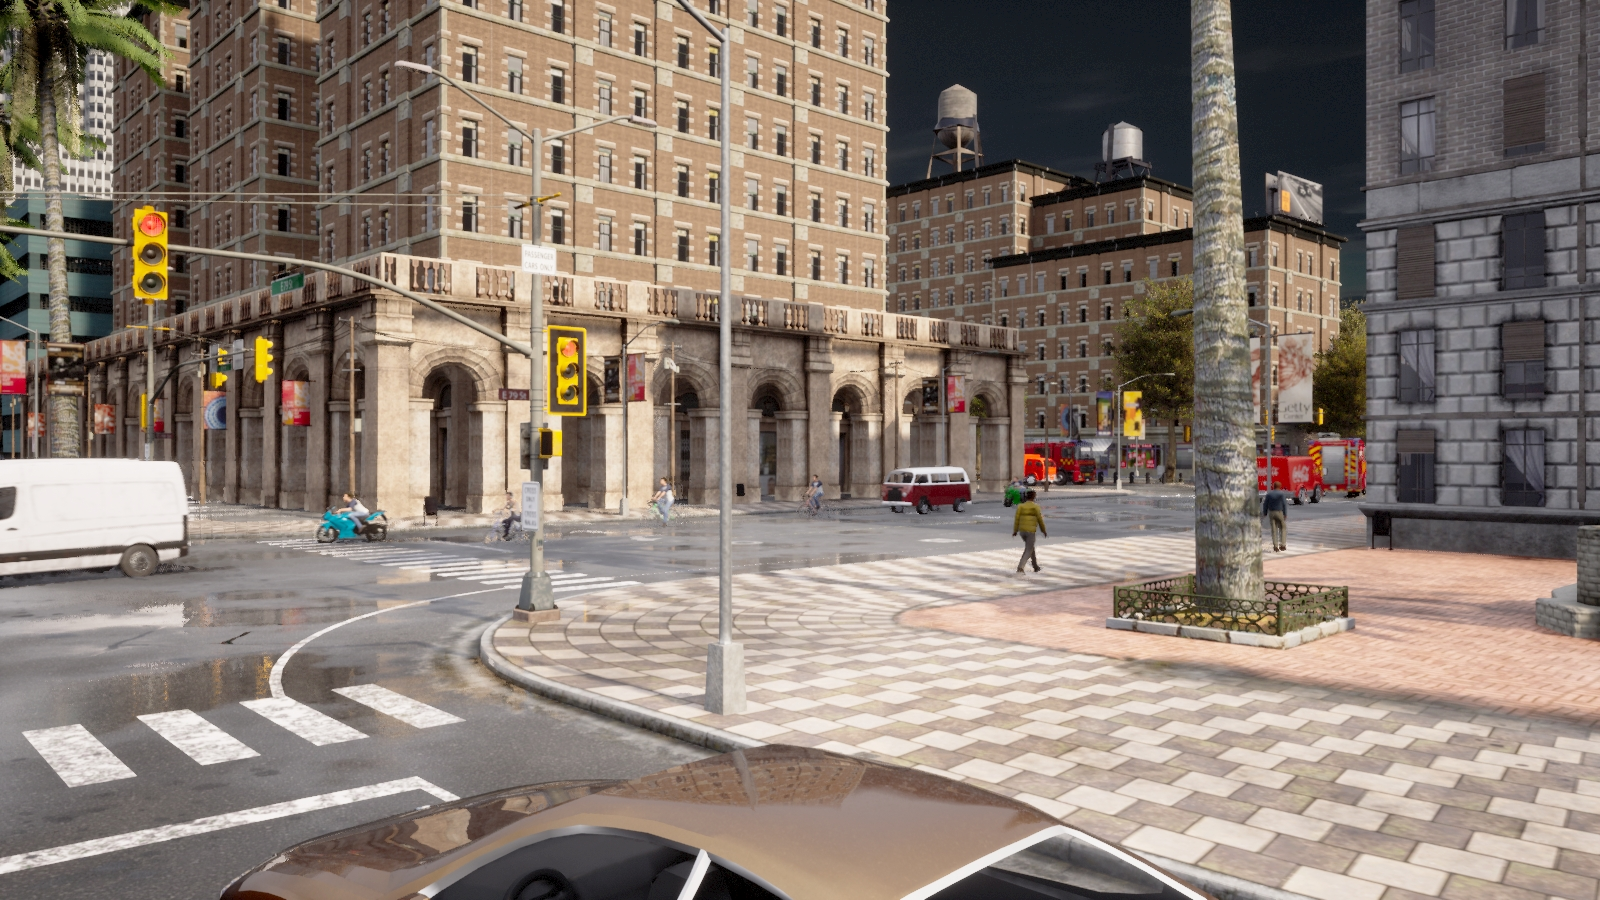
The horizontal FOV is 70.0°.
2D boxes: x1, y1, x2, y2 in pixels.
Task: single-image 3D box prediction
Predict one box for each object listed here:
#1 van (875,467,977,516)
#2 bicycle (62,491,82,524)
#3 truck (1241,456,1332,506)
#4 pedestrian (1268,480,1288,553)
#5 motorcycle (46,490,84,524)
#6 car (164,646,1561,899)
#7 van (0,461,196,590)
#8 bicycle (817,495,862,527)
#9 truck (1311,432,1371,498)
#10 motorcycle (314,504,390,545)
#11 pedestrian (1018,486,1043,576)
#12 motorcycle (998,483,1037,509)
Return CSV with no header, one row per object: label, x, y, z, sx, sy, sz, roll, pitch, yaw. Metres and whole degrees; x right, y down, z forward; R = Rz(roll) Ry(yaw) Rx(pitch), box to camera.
van,5.648,1.785,50.747,4.480,2.038,2.069,0,0,-43
bicycle,-28.285,2.206,44.372,0.373,1.196,1.643,0,0,-42
truck,25.472,1.568,59.756,2.627,2.467,5.204,0,0,45
pedestrian,12.284,1.696,29.367,0.375,1.860,0.375,0,0,41
motorcycle,-28.682,2.205,44.576,0.867,1.251,2.209,0,0,-42
car,-0.308,1.992,4.309,5.027,1.651,2.152,0,0,42
van,-16.271,1.535,24.227,1.988,2.561,5.915,-1,-1,32
bicycle,1.461,2.256,42.294,1.487,1.080,0.859,0,0,-43
truck,33.789,0.890,71.160,2.891,3.827,8.468,0,0,29
motorcycle,-13.387,2.213,34.143,2.033,1.145,0.803,0,-2,-30
pedestrian,4.846,1.696,24.026,0.375,1.860,0.375,0,0,43
motorcycle,10.493,2.213,55.160,2.033,1.145,0.803,0,0,-43
